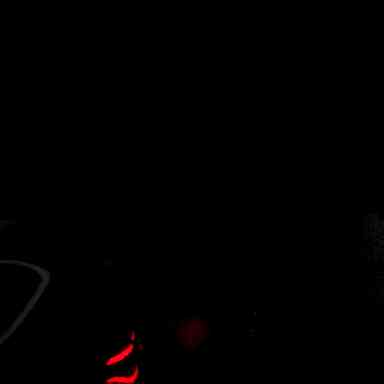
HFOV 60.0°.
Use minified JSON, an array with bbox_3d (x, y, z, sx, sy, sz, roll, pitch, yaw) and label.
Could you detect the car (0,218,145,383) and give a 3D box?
[{"bbox_3d":[-2.878,1.233,1.318,5.566,2.045,2.150,-1,0,-35],"label":"car"}]
